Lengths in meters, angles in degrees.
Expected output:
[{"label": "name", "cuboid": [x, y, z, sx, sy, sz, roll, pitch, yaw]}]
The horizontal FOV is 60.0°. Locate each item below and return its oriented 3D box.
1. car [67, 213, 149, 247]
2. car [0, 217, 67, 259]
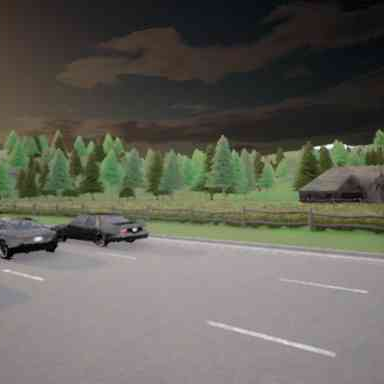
[{"label": "car", "cuboid": [-4.482, 1.686, 15.678, 5.357, 1.411, 2.033, -1, 0, 36]}, {"label": "car", "cuboid": [-7.259, 1.713, 13.372, 4.181, 1.385, 1.994, -1, 0, 36]}]
